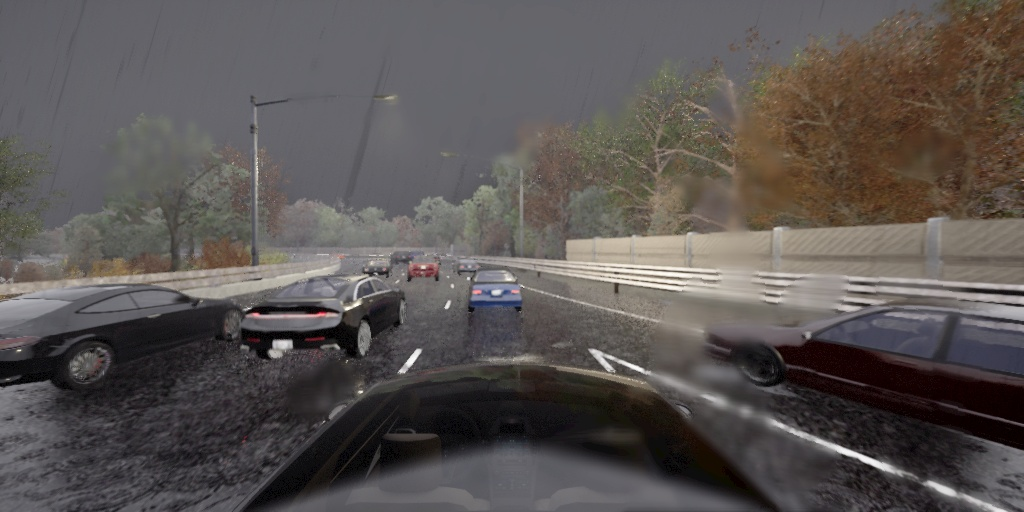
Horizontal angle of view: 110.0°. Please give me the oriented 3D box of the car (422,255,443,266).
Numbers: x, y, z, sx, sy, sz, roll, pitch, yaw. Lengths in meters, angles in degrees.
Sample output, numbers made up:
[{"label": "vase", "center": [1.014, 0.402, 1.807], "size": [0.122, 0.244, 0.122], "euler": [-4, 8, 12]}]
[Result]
[{"label": "car", "center": [-11.213, 0.598, 50.280], "size": [1.837, 1.490, 4.892], "euler": [0, 1, -25]}]

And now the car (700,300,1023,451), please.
[{"label": "car", "center": [5.147, 1.252, 4.198], "size": [2.033, 1.411, 5.357], "euler": [0, 1, -26]}]

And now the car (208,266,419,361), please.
[{"label": "car", "center": [-3.765, 1.158, 8.111], "size": [2.128, 1.511, 4.902], "euler": [0, 1, -3]}]

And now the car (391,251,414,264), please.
[{"label": "car", "center": [-16.833, 0.274, 53.919], "size": [2.150, 2.045, 5.566], "euler": [0, 1, -29]}]

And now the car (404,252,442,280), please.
[{"label": "car", "center": [-6.393, 0.774, 26.022], "size": [2.097, 1.767, 4.553], "euler": [0, 1, -13]}]

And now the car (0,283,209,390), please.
[{"label": "car", "center": [-7.160, 1.221, 6.530], "size": [1.812, 1.442, 4.674], "euler": [0, 1, -2]}]

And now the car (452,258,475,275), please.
[{"label": "car", "center": [-4.125, 0.890, 31.427], "size": [2.033, 1.411, 5.357], "euler": [0, 1, -16]}]

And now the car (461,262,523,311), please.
[{"label": "car", "center": [-0.718, 1.133, 13.499], "size": [2.033, 1.411, 5.357], "euler": [0, 1, -5]}]

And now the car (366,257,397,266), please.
[{"label": "car", "center": [-10.458, 1.000, 28.219], "size": [1.895, 1.301, 4.718], "euler": [0, 1, -14]}]
